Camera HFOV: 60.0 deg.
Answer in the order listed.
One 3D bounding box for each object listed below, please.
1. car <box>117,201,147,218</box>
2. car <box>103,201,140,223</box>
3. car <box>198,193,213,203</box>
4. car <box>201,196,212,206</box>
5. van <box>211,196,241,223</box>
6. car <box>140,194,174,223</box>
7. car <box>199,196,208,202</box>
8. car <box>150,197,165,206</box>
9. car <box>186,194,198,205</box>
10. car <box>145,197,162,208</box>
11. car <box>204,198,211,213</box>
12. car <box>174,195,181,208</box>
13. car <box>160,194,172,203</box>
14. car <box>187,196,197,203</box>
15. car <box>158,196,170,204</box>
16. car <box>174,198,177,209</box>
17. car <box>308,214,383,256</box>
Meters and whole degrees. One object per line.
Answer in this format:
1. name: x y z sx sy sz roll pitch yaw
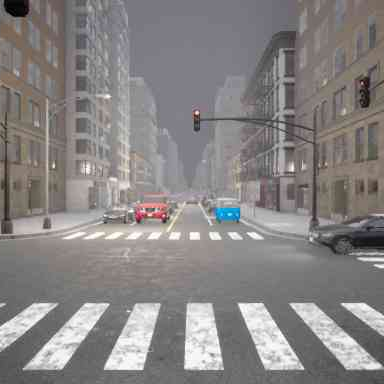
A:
1. car: -5.425 1.543 30.592 1.887 1.381 4.507 0 0 0
2. car: -5.418 1.549 24.910 2.008 1.369 4.403 0 0 0
3. car: 2.574 1.305 53.335 2.192 1.841 5.009 0 0 0
4. car: 2.581 1.576 47.653 1.802 1.307 4.206 0 0 0
5. van: 2.607 1.340 24.928 1.690 1.788 3.998 0 0 0
6. car: -2.878 1.220 25.592 2.150 2.045 5.566 0 0 0
7. car: 2.547 1.524 76.060 2.008 1.369 4.403 0 0 0
8. car: -5.451 1.556 53.320 1.947 1.339 4.313 0 0 0
9. car: 0.026 1.550 58.785 1.994 1.385 4.181 0 0 0
10. car: -5.444 1.519 47.468 1.752 1.417 4.829 0 0 0
11. car: 2.594 1.580 36.290 1.802 1.307 4.206 0 0 0
12. car: -2.889 1.500 45.469 1.837 1.490 4.892 0 0 0
13. car: -5.471 1.292 70.365 2.192 1.841 5.009 0 0 0
14. car: 0.016 1.579 68.732 1.895 1.301 4.718 0 0 0
15. car: -5.464 1.547 64.683 1.947 1.339 4.313 0 0 0
16. car: -2.894 1.599 35.409 1.895 1.301 4.718 0 0 0
17. car: 6.913 1.575 12.773 4.674 1.442 1.812 0 0 0
